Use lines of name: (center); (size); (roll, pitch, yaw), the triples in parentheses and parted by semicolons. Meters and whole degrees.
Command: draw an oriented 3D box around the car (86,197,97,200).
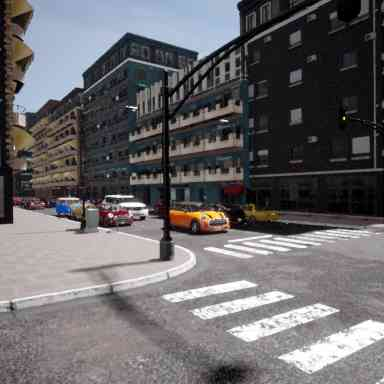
car: (-12.312, 1.660, 37.525); (2.033, 1.411, 5.357); (-1, 0, -35)

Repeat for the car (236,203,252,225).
car: (1.658, 1.520, 23.471); (1.837, 1.490, 4.892); (-1, 1, -36)

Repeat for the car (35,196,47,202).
car: (-37.608, 1.728, 82.862); (1.887, 1.381, 4.507); (-1, 1, -36)

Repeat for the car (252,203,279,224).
car: (4.128, 1.498, 24.468); (1.752, 1.417, 4.829); (-1, 1, -36)

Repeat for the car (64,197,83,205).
car: (-21.517, 1.645, 60.349); (2.008, 1.369, 4.403); (-1, 1, -36)

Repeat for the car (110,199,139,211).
car: (-8.645, 1.581, 42.339); (2.008, 1.369, 4.403); (-1, 1, -36)

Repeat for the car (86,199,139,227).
car: (-5.810, 1.553, 23.960); (1.967, 1.590, 4.097); (-1, 1, -36)

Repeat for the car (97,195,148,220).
car: (-5.865, 1.304, 28.484); (2.150, 2.045, 5.566); (-1, 1, -36)

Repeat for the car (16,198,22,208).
car: (-25.116, 1.769, 50.974); (1.947, 1.339, 4.313); (-1, 1, -36)

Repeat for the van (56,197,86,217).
van: (-12.247, 1.483, 32.963); (1.690, 1.788, 3.998); (-1, 1, -36)

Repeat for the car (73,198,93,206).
car: (-18.299, 1.643, 55.847); (1.947, 1.339, 4.313); (-1, 1, -36)

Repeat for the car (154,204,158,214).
car: (-2.210, 1.441, 33.333); (1.967, 1.590, 4.097); (-1, 1, -36)

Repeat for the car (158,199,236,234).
car: (0.180, 1.409, 20.038); (2.097, 1.767, 4.553); (-1, 0, -36)

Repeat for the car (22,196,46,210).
car: (-21.900, 1.628, 46.471); (1.967, 1.590, 4.097); (-1, 1, -36)

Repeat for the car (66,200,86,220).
car: (-8.927, 1.652, 28.324); (1.752, 1.417, 4.829); (-1, 1, -36)

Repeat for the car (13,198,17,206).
car: (-31.553, 1.782, 59.980); (1.887, 1.381, 4.507); (-1, 1, -36)
